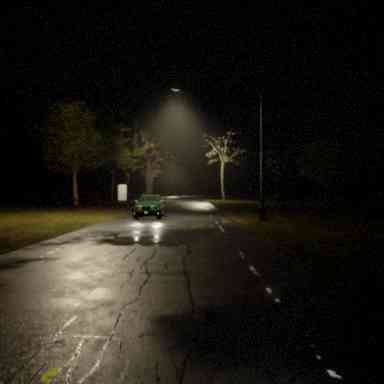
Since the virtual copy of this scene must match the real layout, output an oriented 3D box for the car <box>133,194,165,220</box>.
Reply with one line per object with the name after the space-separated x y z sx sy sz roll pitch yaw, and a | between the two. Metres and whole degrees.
-3.511 1.225 28.150 2.150 2.045 5.566 0 0 0 | car
